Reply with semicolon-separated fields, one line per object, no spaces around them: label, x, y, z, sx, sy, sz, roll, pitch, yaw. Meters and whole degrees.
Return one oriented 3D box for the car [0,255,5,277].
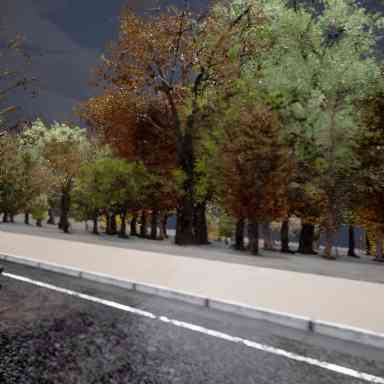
car;-6.930;1.572;8.613;5.357;1.411;2.033;0;0;35
